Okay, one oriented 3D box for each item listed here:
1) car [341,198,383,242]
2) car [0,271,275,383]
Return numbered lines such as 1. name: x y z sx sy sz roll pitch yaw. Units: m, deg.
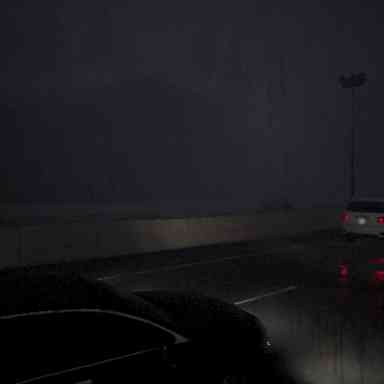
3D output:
1. car: 9.137 1.294 15.690 5.566 2.045 2.150 0 0 -41
2. car: -1.333 1.508 2.890 4.892 1.490 1.837 1 0 -36
